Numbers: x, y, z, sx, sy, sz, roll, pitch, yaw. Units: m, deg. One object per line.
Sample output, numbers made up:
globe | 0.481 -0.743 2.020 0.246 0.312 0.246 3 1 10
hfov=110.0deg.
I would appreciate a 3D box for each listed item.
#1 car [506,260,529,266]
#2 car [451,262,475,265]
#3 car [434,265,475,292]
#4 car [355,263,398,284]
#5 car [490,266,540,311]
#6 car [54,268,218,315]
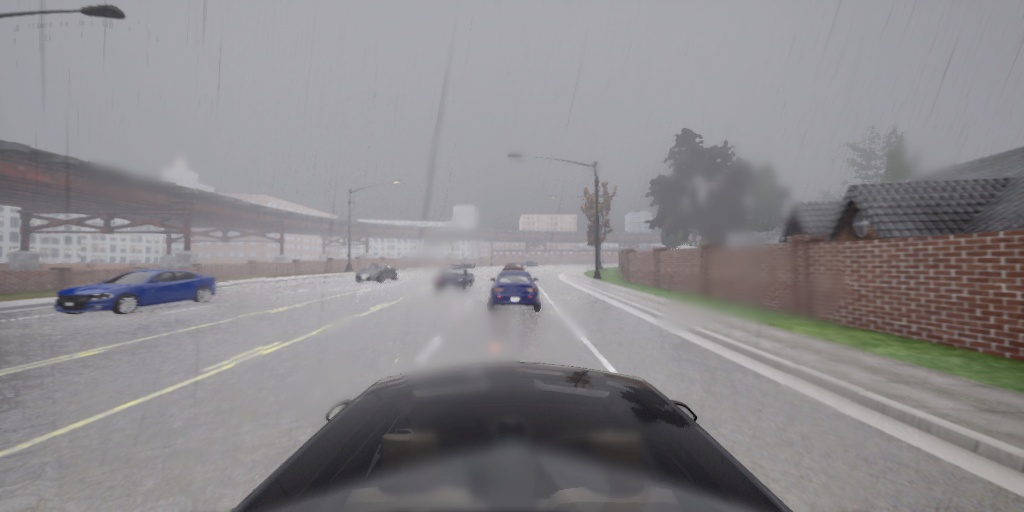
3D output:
car | 0.255 1.307 31.983 1.882 1.535 5.008 0 0 4
car | -7.843 1.534 57.350 1.895 1.301 4.718 -1 0 26
car | -3.408 1.407 22.071 1.895 1.301 4.718 0 0 0
car | -10.495 1.314 28.039 2.128 1.511 4.902 0 0 1
car | 0.097 1.311 14.512 1.812 1.442 4.674 0 0 0
car | -14.100 1.260 13.923 1.882 1.535 5.008 0 0 0
